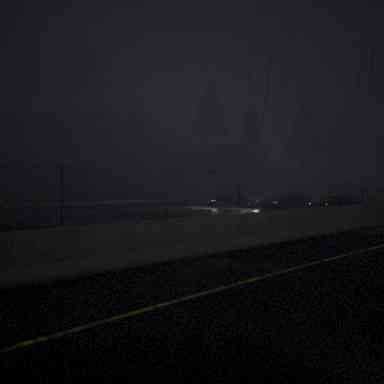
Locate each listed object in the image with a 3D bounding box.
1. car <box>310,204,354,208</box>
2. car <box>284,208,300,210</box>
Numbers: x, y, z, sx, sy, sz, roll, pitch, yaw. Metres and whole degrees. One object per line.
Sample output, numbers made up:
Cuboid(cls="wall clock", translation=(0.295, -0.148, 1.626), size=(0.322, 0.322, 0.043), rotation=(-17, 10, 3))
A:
Cuboid(cls="car", translation=(11.096, 0.954, 25.705), size=(4.718, 1.301, 1.895), rotation=(-1, 2, -33))
Cuboid(cls="car", translation=(7.926, 0.784, 27.766), size=(5.008, 1.535, 1.882), rotation=(-1, 2, -34))
